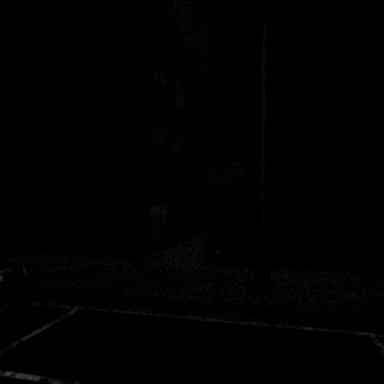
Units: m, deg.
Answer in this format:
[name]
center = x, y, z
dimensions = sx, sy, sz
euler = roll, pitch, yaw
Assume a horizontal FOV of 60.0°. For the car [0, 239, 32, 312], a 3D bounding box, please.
[car]
center = -5.281, 1.563, 6.286
dimensions = 4.097, 1.590, 1.967
euler = 0, 0, 14
